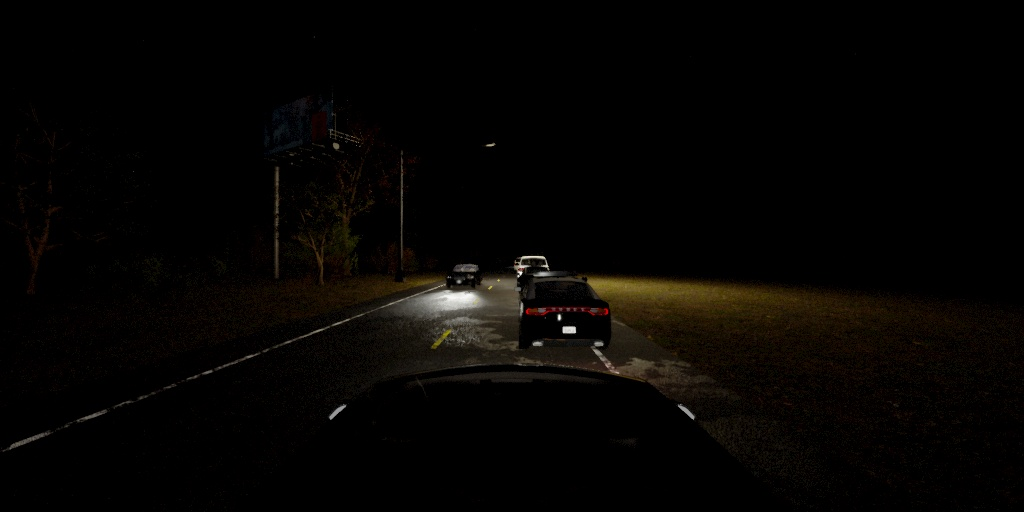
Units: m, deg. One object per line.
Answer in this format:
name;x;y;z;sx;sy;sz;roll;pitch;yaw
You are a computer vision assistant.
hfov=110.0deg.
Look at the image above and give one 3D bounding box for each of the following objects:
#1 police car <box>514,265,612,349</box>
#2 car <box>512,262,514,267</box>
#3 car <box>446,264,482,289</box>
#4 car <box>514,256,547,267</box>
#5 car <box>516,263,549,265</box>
police car;1.100;1.184;9.286;1.930;1.638;5.238;0;0;1
car;1.395;1.203;46.496;2.150;2.045;5.566;0;0;4
car;-3.108;1.306;23.986;2.128;1.511;4.902;0;0;2
car;1.446;1.044;25.151;2.150;2.045;5.566;0;0;2
car;1.277;1.296;19.142;1.837;1.490;4.892;0;0;1
